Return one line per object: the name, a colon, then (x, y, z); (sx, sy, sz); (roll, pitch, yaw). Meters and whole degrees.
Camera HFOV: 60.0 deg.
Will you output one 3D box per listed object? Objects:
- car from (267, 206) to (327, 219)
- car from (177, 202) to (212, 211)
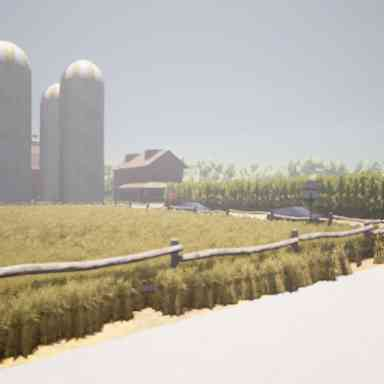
car: (7.293, 1.711, 23.338); (1.994, 1.385, 4.181); (0, -1, -36)
car: (0.158, 1.734, 33.293); (1.812, 1.442, 4.674); (0, 0, -36)
